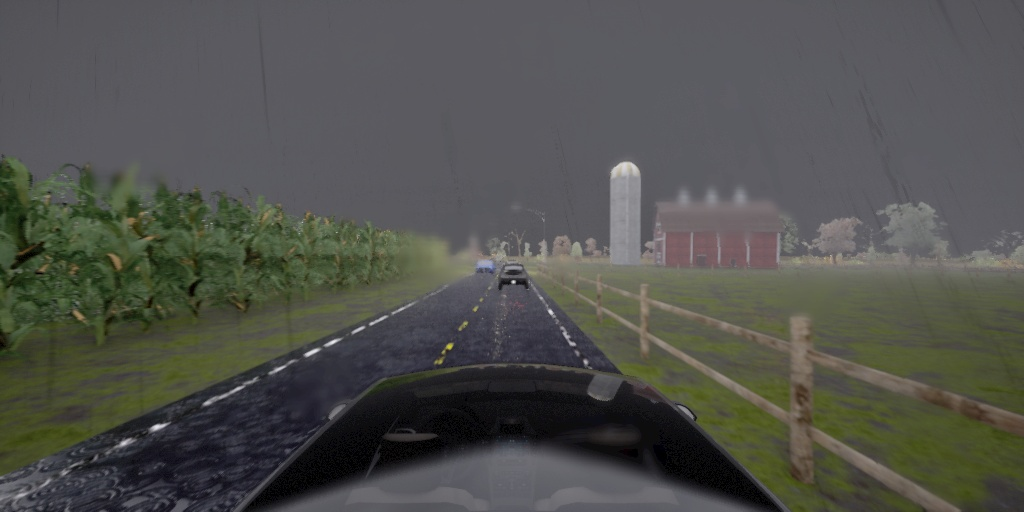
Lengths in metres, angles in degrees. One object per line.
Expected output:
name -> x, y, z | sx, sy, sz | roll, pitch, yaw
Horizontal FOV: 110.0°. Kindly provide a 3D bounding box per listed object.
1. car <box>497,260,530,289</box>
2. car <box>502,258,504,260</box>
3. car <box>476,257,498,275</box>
car -> 0.087, 1.240, 23.207 | 1.837, 1.490, 4.892 | 0, 1, 0
car -> 0.027, 1.232, 44.536 | 1.837, 1.490, 4.892 | 0, 0, 0
car -> -2.894, 1.205, 39.603 | 1.882, 1.535, 5.008 | 0, 0, 0
